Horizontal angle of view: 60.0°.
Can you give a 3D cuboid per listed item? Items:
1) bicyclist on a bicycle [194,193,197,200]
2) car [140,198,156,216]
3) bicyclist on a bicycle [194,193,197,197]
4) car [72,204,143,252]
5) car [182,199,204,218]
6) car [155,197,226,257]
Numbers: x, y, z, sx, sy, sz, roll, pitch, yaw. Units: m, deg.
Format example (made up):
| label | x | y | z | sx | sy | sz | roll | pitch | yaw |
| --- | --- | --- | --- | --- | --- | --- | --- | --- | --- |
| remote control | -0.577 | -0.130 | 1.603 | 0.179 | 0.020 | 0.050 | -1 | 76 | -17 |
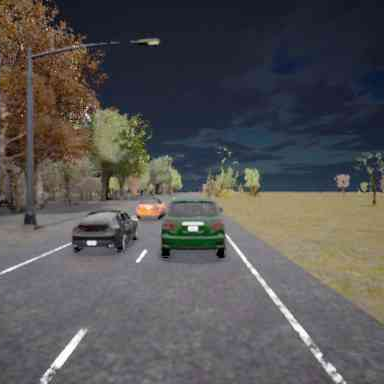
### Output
| label | x | y | z | sx | sy | sz | roll | pitch | yaw |
| --- | --- | --- | --- | --- | --- | --- | --- | --- | --- |
| bicyclist on a bicycle | 0.953 | 1.258 | 95.424 | 0.659 | 1.776 | 1.843 | 0 | 0 | 0 |
| car | -3.434 | 1.316 | 28.542 | 2.097 | 1.767 | 4.553 | 0 | 0 | 0 |
| bicyclist on a bicycle | 0.951 | 1.338 | 86.426 | 0.866 | 1.612 | 1.509 | 0 | 0 | 0 |
| car | -3.431 | 1.489 | 13.838 | 1.837 | 1.490 | 4.892 | 0 | 0 | 0 |
| car | 0.074 | 1.441 | 30.359 | 1.882 | 1.535 | 5.008 | 0 | 0 | 0 |
| car | 0.065 | 1.207 | 12.930 | 2.150 | 2.045 | 5.566 | 0 | 0 | 1 |
